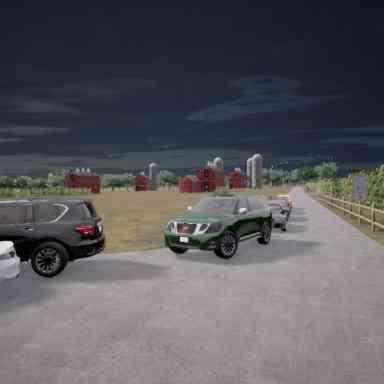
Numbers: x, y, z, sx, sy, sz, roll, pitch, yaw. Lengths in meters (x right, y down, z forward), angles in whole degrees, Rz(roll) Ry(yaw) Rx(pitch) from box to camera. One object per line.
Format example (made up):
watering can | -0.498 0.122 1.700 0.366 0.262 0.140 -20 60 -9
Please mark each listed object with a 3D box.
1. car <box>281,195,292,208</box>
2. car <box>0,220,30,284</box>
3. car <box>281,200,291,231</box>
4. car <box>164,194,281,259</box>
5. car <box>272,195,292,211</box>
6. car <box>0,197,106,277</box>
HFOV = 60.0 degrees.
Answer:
car | 6.248 1.235 24.741 1.882 1.535 5.008 0 0 18
car | -6.079 1.612 6.657 4.674 1.442 1.812 -2 2 -37
car | 4.401 1.380 19.005 1.994 1.385 4.181 0 0 17
car | 1.289 1.108 12.679 2.150 2.045 5.566 0 0 34
car | 9.976 1.110 36.492 1.882 1.535 5.008 0 0 18
car | -5.372 1.227 9.601 5.566 2.045 2.150 -1 1 -4
